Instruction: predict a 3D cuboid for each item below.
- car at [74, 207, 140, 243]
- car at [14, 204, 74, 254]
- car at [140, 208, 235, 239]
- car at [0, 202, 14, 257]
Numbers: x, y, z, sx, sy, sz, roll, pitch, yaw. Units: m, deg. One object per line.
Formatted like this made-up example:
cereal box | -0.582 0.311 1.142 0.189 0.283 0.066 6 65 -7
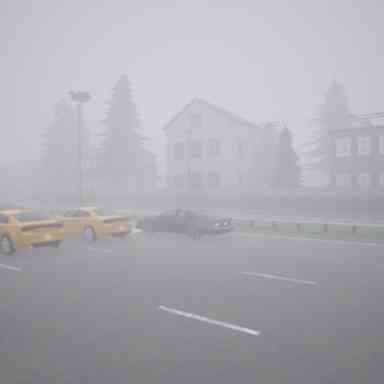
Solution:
car | -5.132 1.455 16.209 5.008 1.535 1.882 0 0 36
car | -7.162 1.455 13.357 5.008 1.535 1.882 0 0 36
car | -0.457 1.531 17.143 5.357 1.411 2.033 0 0 36
car | -7.515 1.202 9.293 5.566 2.045 2.150 0 0 36
